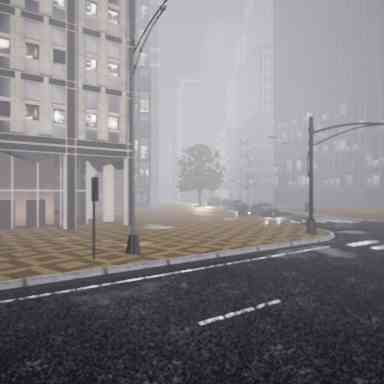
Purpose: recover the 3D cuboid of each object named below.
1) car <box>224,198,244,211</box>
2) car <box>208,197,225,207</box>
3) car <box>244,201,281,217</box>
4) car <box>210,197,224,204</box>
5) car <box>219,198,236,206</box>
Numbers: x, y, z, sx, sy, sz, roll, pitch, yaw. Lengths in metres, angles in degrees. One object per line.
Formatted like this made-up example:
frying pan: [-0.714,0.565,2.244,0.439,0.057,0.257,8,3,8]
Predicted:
car: [6.139,1.733,44.352,1.882,1.535,5.008,0,0,-8]
car: [4.160,1.728,59.622,2.097,1.767,4.553,0,0,-7]
car: [7.429,1.728,34.441,2.033,1.411,5.357,0,0,-7]
car: [5.421,1.911,73.654,2.128,1.511,4.902,0,0,-7]
car: [6.774,1.894,63.326,2.128,1.511,4.902,0,0,-7]
